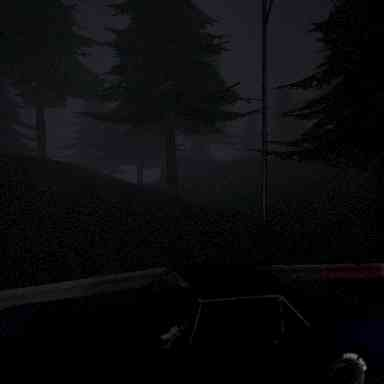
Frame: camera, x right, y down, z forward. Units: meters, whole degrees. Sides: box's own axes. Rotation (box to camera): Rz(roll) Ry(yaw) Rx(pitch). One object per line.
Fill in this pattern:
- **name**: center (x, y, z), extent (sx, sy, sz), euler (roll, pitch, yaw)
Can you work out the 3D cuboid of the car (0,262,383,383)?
- **car**: center (0.014, 1.602, 3.866), extent (4.718, 1.301, 1.895), euler (0, 0, -17)
